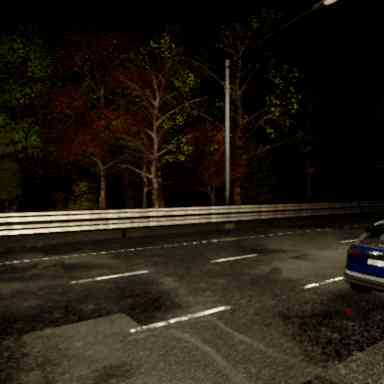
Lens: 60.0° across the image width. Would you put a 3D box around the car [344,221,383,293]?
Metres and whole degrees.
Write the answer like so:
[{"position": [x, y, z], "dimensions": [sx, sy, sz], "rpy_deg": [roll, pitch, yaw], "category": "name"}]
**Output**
[{"position": [5.425, 1.427, 7.581], "dimensions": [4.856, 1.649, 2.033], "rpy_deg": [0, 0, -34], "category": "car"}]
